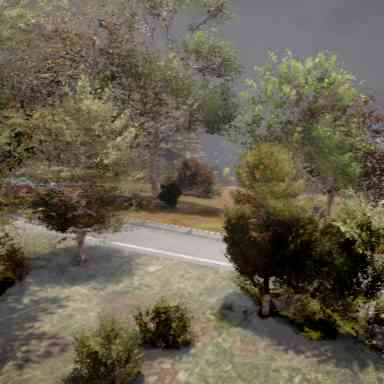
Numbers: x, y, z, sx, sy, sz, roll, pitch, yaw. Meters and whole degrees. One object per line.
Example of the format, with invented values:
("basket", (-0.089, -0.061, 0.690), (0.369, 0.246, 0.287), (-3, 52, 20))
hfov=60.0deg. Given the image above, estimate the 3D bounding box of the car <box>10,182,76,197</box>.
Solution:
("car", (-5.459, 0.106, 11.989), (4.674, 1.442, 1.812), (7, 1, 29))
